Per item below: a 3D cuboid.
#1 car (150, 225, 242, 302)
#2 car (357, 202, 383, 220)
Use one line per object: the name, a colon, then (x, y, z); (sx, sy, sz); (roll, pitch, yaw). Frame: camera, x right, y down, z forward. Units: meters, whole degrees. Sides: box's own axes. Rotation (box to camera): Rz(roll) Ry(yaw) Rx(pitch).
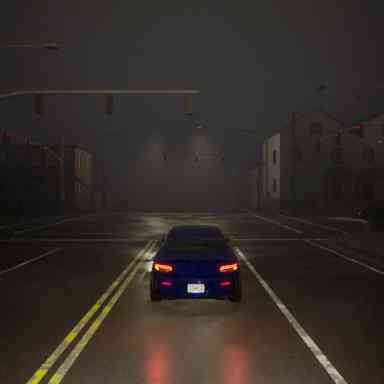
car: (0.087, 1.526, 8.142); (1.812, 1.442, 4.674); (0, 0, 0)
car: (16.372, 1.526, 27.892); (4.674, 1.442, 1.812); (0, 0, -1)
